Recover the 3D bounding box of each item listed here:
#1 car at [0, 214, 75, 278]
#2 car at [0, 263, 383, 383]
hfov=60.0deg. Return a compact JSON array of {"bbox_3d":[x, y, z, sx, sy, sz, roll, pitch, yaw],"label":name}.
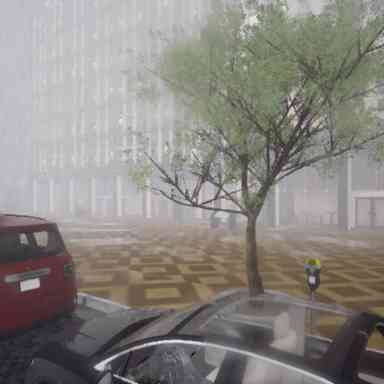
[{"bbox_3d":[-4.087,1.313,5.793,5.009,1.841,2.192,0,0,36],"label":"car"},{"bbox_3d":[0.410,1.548,2.585,4.403,1.369,2.008,0,0,35],"label":"car"}]
